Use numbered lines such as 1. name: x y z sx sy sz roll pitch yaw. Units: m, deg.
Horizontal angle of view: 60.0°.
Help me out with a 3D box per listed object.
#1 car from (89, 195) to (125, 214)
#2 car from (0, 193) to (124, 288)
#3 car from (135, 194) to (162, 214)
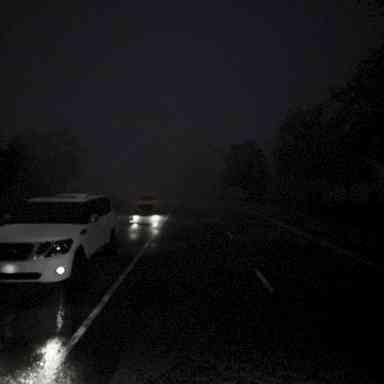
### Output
1. car: -7.066 0.992 28.054 1.994 1.385 4.181 0 1 -1
2. car: -3.591 1.094 9.303 2.150 2.045 5.566 0 1 0
3. car: -3.570 0.908 28.081 1.882 1.535 5.008 0 1 -1
